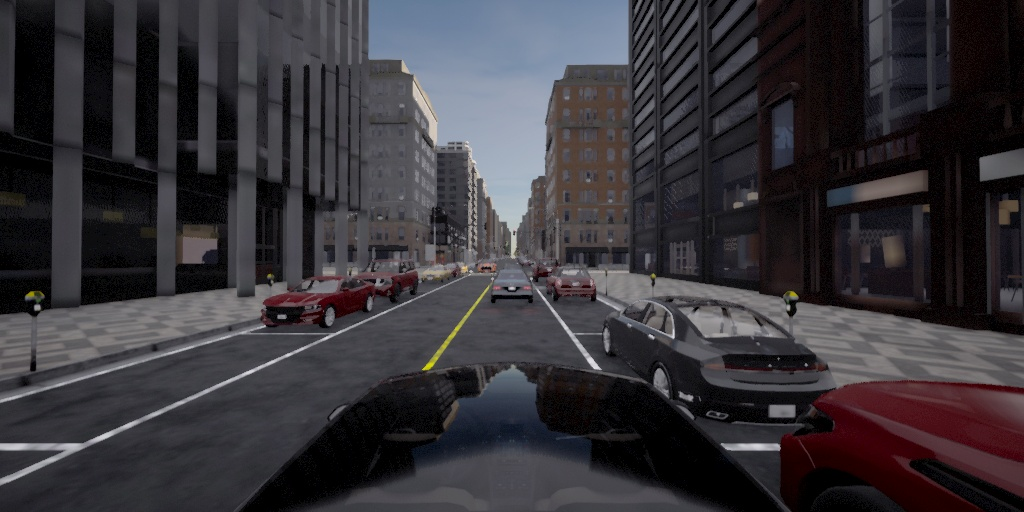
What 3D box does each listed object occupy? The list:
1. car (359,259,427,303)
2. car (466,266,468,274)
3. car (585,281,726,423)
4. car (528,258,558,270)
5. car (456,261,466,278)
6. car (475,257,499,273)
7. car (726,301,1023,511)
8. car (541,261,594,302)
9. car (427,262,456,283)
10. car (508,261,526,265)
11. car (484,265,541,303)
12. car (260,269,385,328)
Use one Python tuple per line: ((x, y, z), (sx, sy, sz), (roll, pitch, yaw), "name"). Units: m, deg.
((-5.858, 1.067, 16.983), (2.192, 1.841, 5.009), (0, 0, 0), "car")
((-5.858, 1.287, 39.311), (1.751, 1.417, 4.829), (0, 0, 0), "car")
((2.668, 1.299, 5.726), (2.007, 1.370, 4.403), (0, 0, 0), "car")
((2.669, 1.072, 28.223), (2.192, 1.841, 5.009), (0, 0, 0), "car")
((-5.857, 1.304, 33.857), (1.888, 1.381, 4.507), (0, 0, 0), "car")
((-3.000, 1.158, 44.143), (2.097, 1.767, 4.553), (0, 0, 0), "car")
((2.668, 1.062, 0.102), (2.192, 1.841, 5.009), (0, 0, 0), "car")
((2.669, 1.192, 16.974), (1.967, 1.591, 4.097), (0, 0, 0), "car")
((-5.857, 1.282, 28.062), (1.751, 1.417, 4.829), (0, 0, 0), "car")
((-0.001, 1.376, 31.532), (1.895, 1.301, 4.718), (0, 0, 0), "car")
((0.000, 1.317, 16.501), (2.033, 1.411, 5.357), (0, 0, 0), "car")
((-5.857, 1.295, 11.358), (1.888, 1.381, 4.507), (0, 0, 0), "car")
